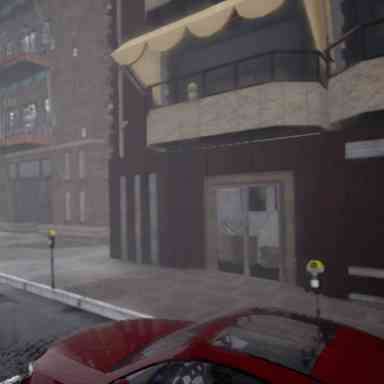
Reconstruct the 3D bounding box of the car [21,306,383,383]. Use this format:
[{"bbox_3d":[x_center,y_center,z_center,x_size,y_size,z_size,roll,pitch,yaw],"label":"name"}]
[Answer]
[{"bbox_3d":[0.402,1.582,2.457,4.206,1.307,1.802,0,-1,36],"label":"car"}]
